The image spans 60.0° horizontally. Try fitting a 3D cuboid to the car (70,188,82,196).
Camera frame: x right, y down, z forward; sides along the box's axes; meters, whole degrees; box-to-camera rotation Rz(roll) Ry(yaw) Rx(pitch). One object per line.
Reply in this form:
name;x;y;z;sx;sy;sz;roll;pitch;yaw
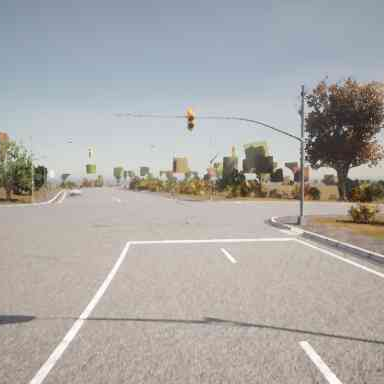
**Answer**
car;-19.294;-0.050;55.105;1.895;1.301;4.718;-1;2;-20
